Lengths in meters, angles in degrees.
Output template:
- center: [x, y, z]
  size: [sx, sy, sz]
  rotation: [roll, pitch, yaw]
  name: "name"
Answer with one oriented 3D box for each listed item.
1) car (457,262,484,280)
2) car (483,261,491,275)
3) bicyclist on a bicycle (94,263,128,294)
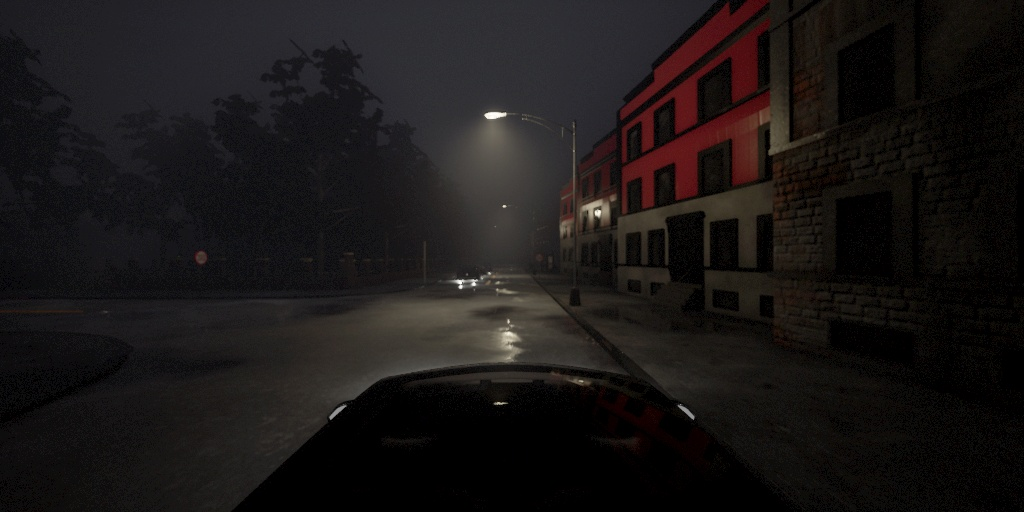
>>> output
- center: [-4.057, 1.517, 34.276]
  size: [1.994, 1.385, 4.181]
  rotation: [0, 0, 0]
  name: "car"
- center: [-4.043, 1.558, 43.568]
  size: [2.033, 1.411, 5.357]
  rotation: [0, 0, 0]
  name: "car"
- center: [-21.826, 1.210, 19.545]
  size: [0.582, 1.620, 1.656]
  rotation: [0, 0, 0]
  name: "bicyclist on a bicycle"
